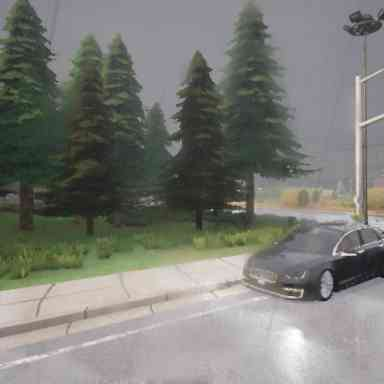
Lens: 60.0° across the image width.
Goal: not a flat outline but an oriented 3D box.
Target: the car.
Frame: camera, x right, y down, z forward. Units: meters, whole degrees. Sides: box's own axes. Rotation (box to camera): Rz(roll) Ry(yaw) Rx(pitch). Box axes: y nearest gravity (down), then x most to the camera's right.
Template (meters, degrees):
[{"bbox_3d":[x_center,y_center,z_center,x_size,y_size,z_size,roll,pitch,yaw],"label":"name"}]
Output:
[{"bbox_3d":[3.417,1.565,8.369,4.892,1.490,1.837,-2,1,-36],"label":"car"}]
